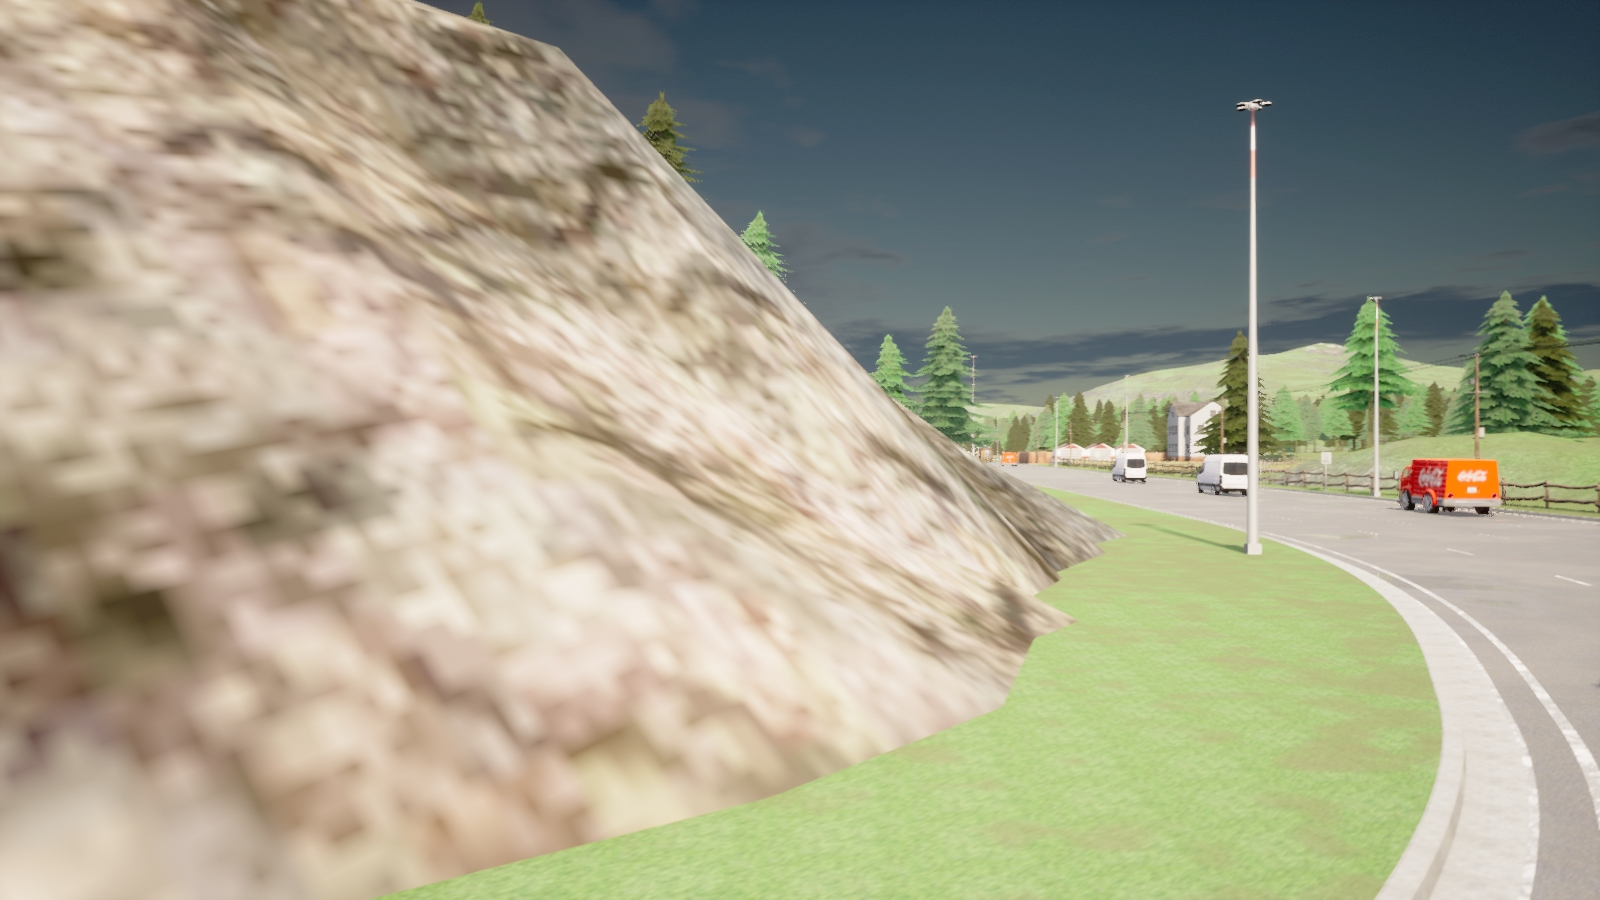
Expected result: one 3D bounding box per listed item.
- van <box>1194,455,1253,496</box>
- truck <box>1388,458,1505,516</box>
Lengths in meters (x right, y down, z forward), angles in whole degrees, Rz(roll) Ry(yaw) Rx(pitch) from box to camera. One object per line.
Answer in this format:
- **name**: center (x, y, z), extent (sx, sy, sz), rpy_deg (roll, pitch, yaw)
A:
- **van**: center (27.267, 1.590, 73.771), extent (1.988, 2.561, 5.915), rpy_deg (0, 0, 4)
- **truck**: center (29.189, 1.612, 51.805), extent (2.627, 2.467, 5.204), rpy_deg (0, 0, 4)
